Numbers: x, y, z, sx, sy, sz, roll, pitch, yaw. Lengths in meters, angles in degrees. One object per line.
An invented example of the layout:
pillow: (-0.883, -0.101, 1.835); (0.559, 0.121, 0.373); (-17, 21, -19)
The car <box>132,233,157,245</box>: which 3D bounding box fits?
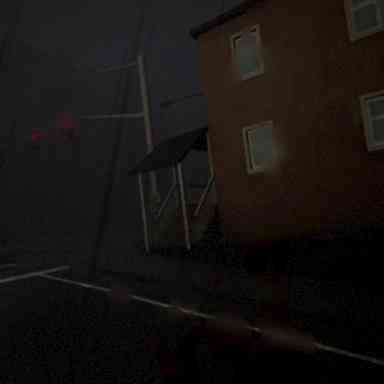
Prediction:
car: (-3.474, 4.561, 30.965); (1.812, 1.442, 4.674); (-10, -16, 35)
